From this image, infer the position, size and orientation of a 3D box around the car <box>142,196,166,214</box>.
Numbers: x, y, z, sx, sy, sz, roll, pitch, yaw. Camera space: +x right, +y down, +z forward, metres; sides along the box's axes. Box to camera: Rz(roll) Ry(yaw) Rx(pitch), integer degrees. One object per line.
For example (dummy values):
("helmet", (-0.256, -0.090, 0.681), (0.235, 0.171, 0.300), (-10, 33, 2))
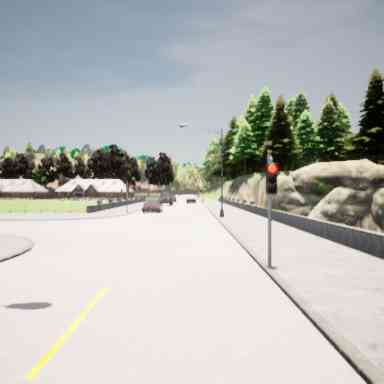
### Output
("car", (-4.189, 1.485, 35.570), (1.812, 1.442, 4.674), (0, 0, 0))

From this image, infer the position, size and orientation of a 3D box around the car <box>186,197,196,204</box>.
("car", (-0.162, 1.529, 63.606), (1.895, 1.301, 4.718), (0, 0, 0))

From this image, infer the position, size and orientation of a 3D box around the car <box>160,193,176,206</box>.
("car", (-4.222, 1.161, 54.077), (2.150, 2.045, 5.566), (0, 0, 0))
